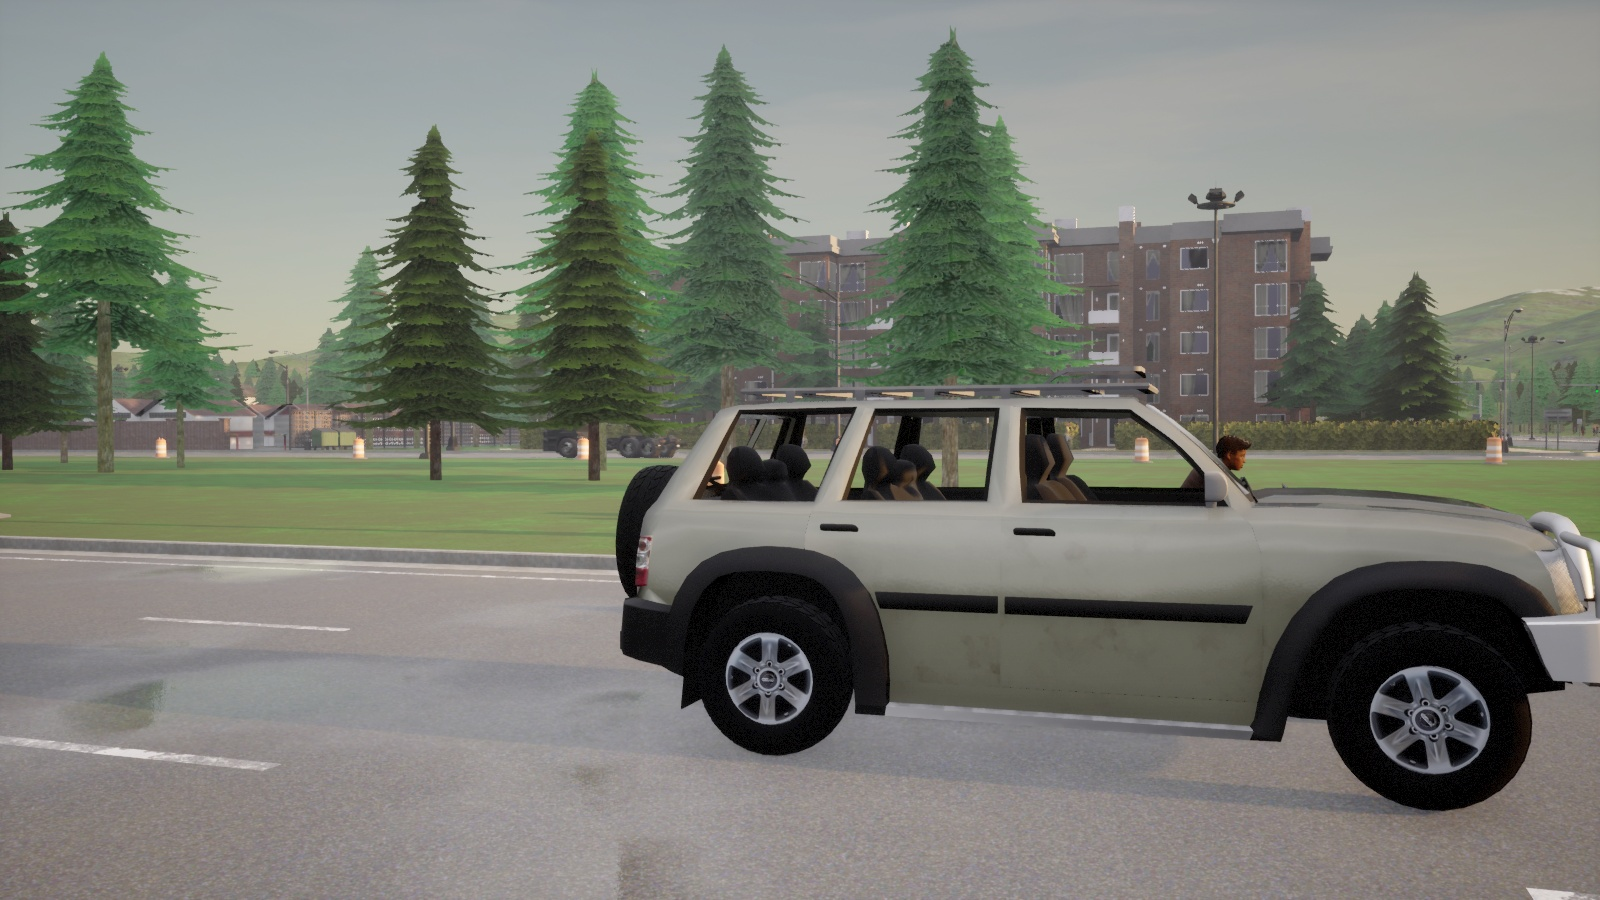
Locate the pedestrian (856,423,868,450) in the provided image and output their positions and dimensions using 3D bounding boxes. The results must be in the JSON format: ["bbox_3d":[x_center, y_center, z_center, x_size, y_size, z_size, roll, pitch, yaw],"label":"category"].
[{"bbox_3d":[4.208,-0.900,85.654,0.726,1.835,0.370,1,1,20],"label":"pedestrian"}]

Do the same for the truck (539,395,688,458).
[{"bbox_3d":[-10.624,-1.342,71.651,7.936,3.462,2.891,1,1,19],"label":"truck"}]

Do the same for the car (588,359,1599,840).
[{"bbox_3d":[1.444,0.546,6.396,4.605,1.855,1.932,1,1,18],"label":"car"}]
